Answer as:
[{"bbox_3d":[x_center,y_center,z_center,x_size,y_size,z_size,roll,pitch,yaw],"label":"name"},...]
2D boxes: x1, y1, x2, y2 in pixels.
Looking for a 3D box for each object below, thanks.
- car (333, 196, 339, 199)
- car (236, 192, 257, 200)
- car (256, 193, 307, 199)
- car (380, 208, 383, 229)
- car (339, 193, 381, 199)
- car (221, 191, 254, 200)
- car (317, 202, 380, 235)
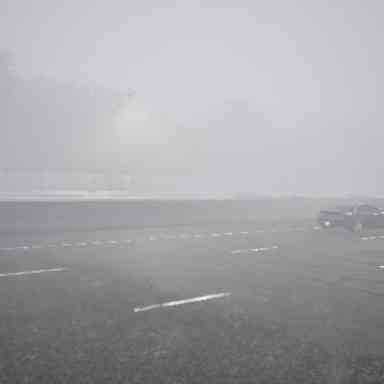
[{"bbox_3d":[20.723,0.910,43.913,4.902,1.511,2.128,0,1,-28],"label":"car"},{"bbox_3d":[6.850,0.983,32.298,4.181,1.385,1.994,0,1,-29],"label":"car"},{"bbox_3d":[8.424,0.991,29.175,5.008,1.535,1.882,0,1,-29],"label":"car"},{"bbox_3d":[10.428,1.397,14.202,4.674,1.442,1.812,0,1,-29],"label":"car"},{"bbox_3d":[20.686,1.050,39.915,5.357,1.411,2.033,0,1,-28],"label":"car"},{"bbox_3d":[5.235,0.674,35.393,4.553,1.767,2.097,0,1,-29],"label":"car"},{"bbox_3d":[8.637,1.281,17.210,4.892,1.490,1.837,0,1,-29],"label":"car"}]
